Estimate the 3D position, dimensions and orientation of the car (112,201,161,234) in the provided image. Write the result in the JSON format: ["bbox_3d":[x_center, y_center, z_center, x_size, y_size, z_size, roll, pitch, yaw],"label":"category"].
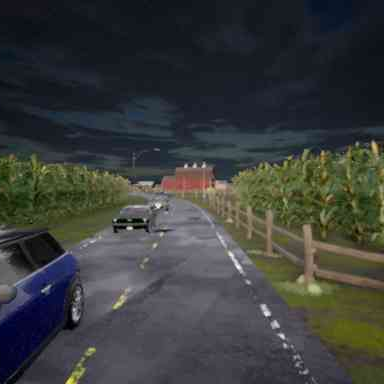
[{"bbox_3d":[-2.982,1.393,18.027,1.895,1.301,4.718,0,1,-1],"label":"car"}]

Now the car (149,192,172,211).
[{"bbox_3d":[-3.269,1.088,33.853,2.128,1.511,4.902,0,1,-3],"label":"car"}]

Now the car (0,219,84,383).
[{"bbox_3d":[-2.867,1.321,3.746,2.097,1.767,4.553,0,1,0],"label":"car"}]

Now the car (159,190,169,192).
[{"bbox_3d":[-5.848,0.561,76.460,1.812,1.442,4.674,-1,1,-12],"label":"car"}]
